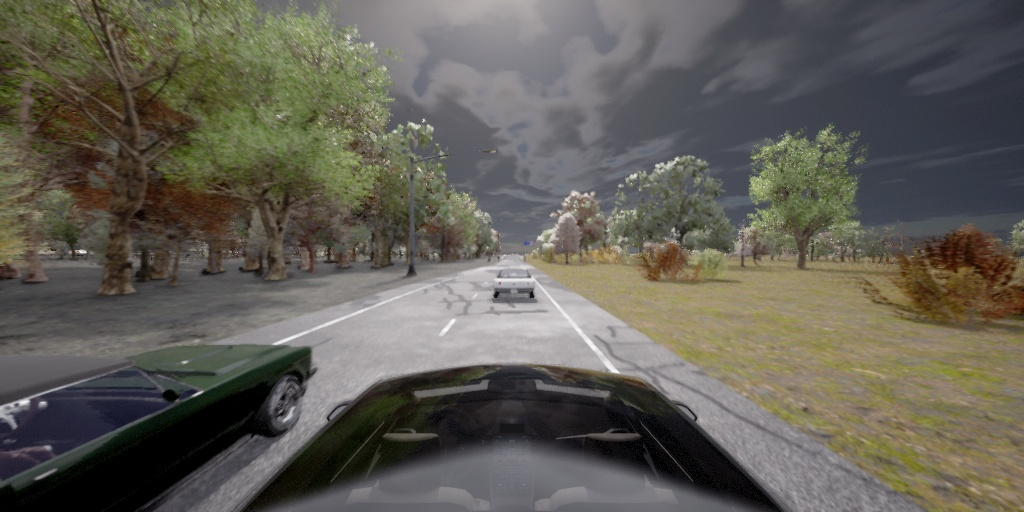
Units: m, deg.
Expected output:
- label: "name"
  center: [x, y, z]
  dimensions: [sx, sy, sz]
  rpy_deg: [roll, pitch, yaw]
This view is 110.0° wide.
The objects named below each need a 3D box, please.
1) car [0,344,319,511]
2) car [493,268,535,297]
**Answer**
- label: "car"
  center: [-3.401, 1.346, 2.447]
  dimensions: [1.895, 1.301, 4.718]
  rpy_deg: [0, 0, 0]
- label: "car"
  center: [0.096, 1.246, 17.787]
  dimensions: [1.895, 1.301, 4.718]
  rpy_deg: [0, 0, 0]
